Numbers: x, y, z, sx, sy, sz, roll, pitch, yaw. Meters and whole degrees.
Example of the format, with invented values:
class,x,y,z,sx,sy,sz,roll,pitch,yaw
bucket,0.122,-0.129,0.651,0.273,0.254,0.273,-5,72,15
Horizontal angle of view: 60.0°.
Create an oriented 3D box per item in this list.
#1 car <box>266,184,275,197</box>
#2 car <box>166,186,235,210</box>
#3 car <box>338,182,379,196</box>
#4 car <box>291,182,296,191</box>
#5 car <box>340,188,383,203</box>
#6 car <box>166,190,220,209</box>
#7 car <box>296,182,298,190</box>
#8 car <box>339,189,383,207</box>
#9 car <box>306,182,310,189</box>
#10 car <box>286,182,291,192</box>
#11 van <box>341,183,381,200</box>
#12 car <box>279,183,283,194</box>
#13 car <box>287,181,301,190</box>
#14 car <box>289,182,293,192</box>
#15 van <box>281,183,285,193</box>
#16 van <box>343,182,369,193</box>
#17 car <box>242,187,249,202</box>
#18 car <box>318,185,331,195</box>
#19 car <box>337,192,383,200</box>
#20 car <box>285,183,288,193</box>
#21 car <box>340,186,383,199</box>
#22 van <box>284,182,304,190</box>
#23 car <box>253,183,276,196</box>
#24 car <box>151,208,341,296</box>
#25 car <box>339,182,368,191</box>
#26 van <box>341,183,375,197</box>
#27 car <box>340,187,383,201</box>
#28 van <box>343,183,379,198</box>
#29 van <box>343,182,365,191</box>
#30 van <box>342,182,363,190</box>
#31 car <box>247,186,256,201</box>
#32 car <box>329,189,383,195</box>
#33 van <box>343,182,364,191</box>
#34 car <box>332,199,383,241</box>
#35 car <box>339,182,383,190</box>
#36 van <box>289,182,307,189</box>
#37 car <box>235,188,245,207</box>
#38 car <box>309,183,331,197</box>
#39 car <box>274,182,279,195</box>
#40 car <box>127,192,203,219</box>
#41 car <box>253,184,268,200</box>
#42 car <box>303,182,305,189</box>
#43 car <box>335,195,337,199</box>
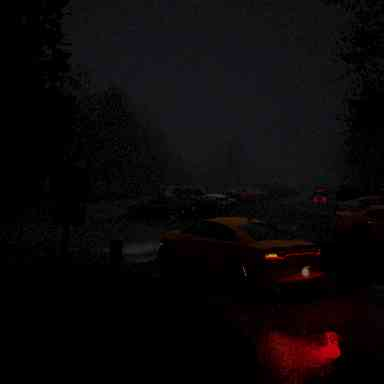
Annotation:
class,x,y,z,sx,sy,sz,roll,pitch,yaw
car,7.314,0.097,42.234,5.366,1.575,1.946,1,3,24
car,0.298,0.523,27.133,5.566,2.045,2.435,1,3,24
car,25.869,-0.507,51.997,5.566,2.045,2.435,1,2,24
car,16.138,-0.650,62.597,5.366,1.575,1.946,1,2,24
car,19.117,0.330,36.976,4.792,1.488,2.163,1,3,24
car,-0.868,0.887,24.627,5.008,1.535,2.097,1,3,24
car,17.458,-0.733,65.045,4.892,1.521,2.231,1,2,24
car,16.728,0.553,31.845,4.792,1.488,2.163,1,3,24
car,26.644,-1.705,85.244,5.566,2.045,2.435,1,2,24
car,13.989,-0.435,57.479,4.792,1.488,2.163,1,2,24
van,21.217,-0.120,41.931,4.442,1.987,1.878,1,2,24
car,10.605,-0.164,49.873,4.792,1.488,2.163,1,2,24
car,19.575,-0.920,70.178,5.366,1.575,1.946,1,2,24
car,15.135,-0.525,60.006,4.792,1.488,2.163,1,2,24
van,11.831,-0.508,52.355,4.442,1.987,1.878,1,2,24
van,31.769,-0.932,64.662,4.442,1.987,1.878,1,2,24
car,2.570,0.546,32.206,4.892,1.521,2.231,1,3,24
car,22.614,-0.431,56.718,1.882,1.535,5.008,1,2,24
car,9.975,1.077,16.804,4.553,1.767,2.185,1,3,24
car,12.844,-0.345,54.952,4.792,1.488,2.163,1,2,24
car,22.470,0.014,44.428,5.008,1.535,2.097,1,2,24
van,25.366,-1.592,82.778,4.442,1.987,1.878,1,2,24
car,8.282,-0.004,44.832,4.892,1.521,2.231,1,3,24
car,0.905,1.379,8.522,1.882,1.535,5.008,2,-1,-31
car,35.066,-1.230,72.285,5.566,2.045,2.435,1,2,24
van,24.646,-0.393,49.513,4.442,1.987,1.878,1,2,24
car,20.207,0.232,39.379,4.792,1.488,2.163,1,2,24
van,23.715,-0.300,46.895,4.442,1.987,1.878,1,2,24
van,36.342,-1.292,74.749,4.442,1.987,1.878,1,2,24
van,38.419,-1.475,79.895,4.442,1.987,1.878,1,2,24
car,3.540,0.425,34.810,5.366,1.575,1.946,1,3,24
car,13.156,0.860,24.348,5.366,1.575,1.946,1,3,24
van,37.433,-1.378,77.156,4.442,1.987,1.878,1,2,24
car,8.798,1.316,14.302,5.008,1.535,2.097,1,3,24
car,15.636,0.387,29.289,5.566,2.045,2.435,1,3,24
van,28.796,-1.787,90.347,4.442,1.987,1.878,1,1,24
car,1.587,0.659,29.605,5.366,1.575,1.946,1,3,24
car,18.364,-0.083,47.345,2.128,1.511,4.902,1,2,24
car,9.463,-0.227,47.342,4.553,1.767,2.185,1,2,24
car,-2.045,1.031,22.116,4.792,1.488,2.163,1,3,24
car,5.882,0.194,39.973,5.366,1.575,1.946,1,3,24
car,23.176,-1.184,77.686,5.008,1.535,2.097,1,2,24
car,11.012,1.123,19.243,4.792,1.488,2.163,1,3,24
